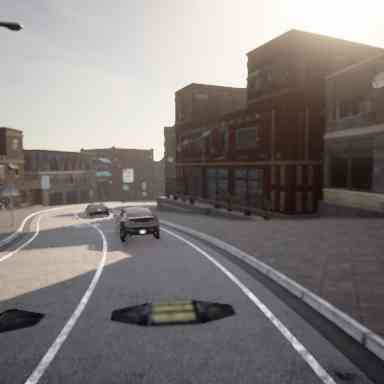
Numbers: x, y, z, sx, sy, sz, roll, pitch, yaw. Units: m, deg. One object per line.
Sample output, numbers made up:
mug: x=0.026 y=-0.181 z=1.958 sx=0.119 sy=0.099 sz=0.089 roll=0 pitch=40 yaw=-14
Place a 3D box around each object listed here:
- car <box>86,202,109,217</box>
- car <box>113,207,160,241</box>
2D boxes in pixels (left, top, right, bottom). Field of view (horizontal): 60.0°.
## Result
car: x=-9.743 y=1.723 z=34.187 sx=1.994 sy=1.385 sz=4.181 roll=-2 pitch=0 yaw=-22
car: x=-2.885 y=1.521 z=17.061 sx=1.837 sy=1.490 sz=4.892 roll=-1 pitch=0 yaw=-17
